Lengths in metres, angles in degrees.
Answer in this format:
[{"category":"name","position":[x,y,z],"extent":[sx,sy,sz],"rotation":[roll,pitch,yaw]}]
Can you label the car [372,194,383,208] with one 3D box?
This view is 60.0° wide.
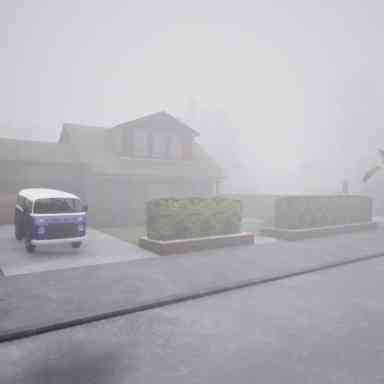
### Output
[{"category":"car","position":[24.038,0.986,40.783],"extent":[3.866,1.878,1.905],"rotation":[0,0,0]}]
